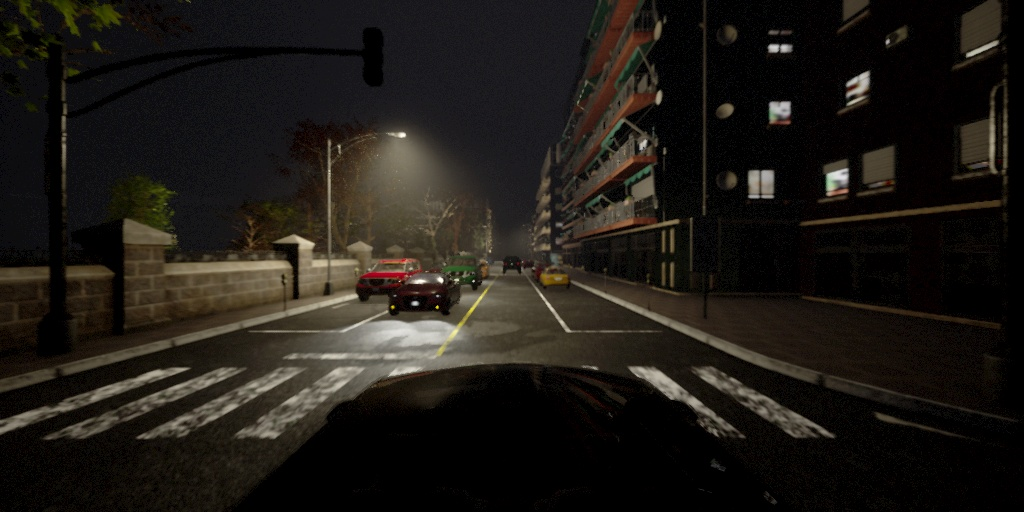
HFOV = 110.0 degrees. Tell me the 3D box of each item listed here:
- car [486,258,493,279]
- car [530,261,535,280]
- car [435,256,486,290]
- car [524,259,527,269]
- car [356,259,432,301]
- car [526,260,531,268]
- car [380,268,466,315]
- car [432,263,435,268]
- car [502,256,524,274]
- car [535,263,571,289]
[{"bbox_3d":[-3.089,1.257,33.036,1.882,1.535,5.008,0,0,0],"label":"car"},{"bbox_3d":[2.690,1.319,28.532,1.888,1.381,4.507,0,0,0],"label":"car"},{"bbox_3d":[-3.101,0.989,22.890,2.150,2.045,5.566,0,0,0],"label":"car"},{"bbox_3d":[2.689,1.353,56.208,1.888,1.381,4.507,0,0,0],"label":"car"},{"bbox_3d":[-5.689,1.077,17.461,2.192,1.841,5.009,0,0,0],"label":"car"},{"bbox_3d":[2.690,1.331,34.068,2.007,1.370,4.403,0,0,0],"label":"car"},{"bbox_3d":[-3.099,1.322,13.436,1.994,1.385,4.181,0,0,0],"label":"car"},{"bbox_3d":[-5.690,1.214,28.532,1.967,1.591,4.097,0,0,0],"label":"car"},{"bbox_3d":[0.000,1.011,42.393,2.150,2.045,5.566,0,0,0],"label":"car"},{"bbox_3d":[2.691,1.293,23.167,1.751,1.417,4.829,0,0,0],"label":"car"}]
